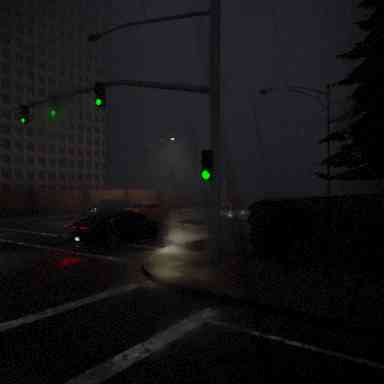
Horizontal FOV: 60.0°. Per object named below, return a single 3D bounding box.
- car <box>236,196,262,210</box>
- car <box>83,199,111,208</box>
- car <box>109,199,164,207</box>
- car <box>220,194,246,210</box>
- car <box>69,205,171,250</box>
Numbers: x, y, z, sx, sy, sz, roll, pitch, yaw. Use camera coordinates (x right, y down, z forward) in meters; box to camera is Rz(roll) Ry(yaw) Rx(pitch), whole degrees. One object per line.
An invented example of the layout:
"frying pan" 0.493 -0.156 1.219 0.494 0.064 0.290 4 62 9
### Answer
"car" 8.101 1.594 42.612 2.033 1.411 5.357 0 0 36
"car" -7.085 1.397 27.464 2.097 1.767 4.553 0 0 36
"car" -3.746 1.524 26.119 1.882 1.535 5.008 0 0 36
"car" 5.676 1.266 45.222 2.150 2.045 5.566 0 0 36
"car" -3.046 1.568 14.869 1.837 1.490 4.892 0 0 35
